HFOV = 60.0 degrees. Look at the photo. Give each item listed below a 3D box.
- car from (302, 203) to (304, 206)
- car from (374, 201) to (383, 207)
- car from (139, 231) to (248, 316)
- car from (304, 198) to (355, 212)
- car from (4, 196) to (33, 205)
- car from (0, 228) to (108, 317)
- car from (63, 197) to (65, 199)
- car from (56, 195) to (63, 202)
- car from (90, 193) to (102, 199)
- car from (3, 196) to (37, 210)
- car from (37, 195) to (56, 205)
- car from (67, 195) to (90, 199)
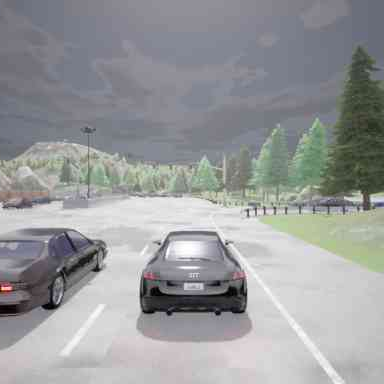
[{"bbox_3d":[15.707,1.454,41.018,4.181,1.385,1.994,0,0,7],"label":"car"},{"bbox_3d":[24.454,1.374,39.608,5.008,1.535,1.882,0,0,12],"label":"car"},{"bbox_3d":[0.026,1.563,7.606,1.994,1.385,4.181,0,0,0],"label":"car"},{"bbox_3d":[15.635,1.398,37.498,4.902,1.511,2.128,0,0,7],"label":"car"},{"bbox_3d":[-28.616,1.374,55.205,2.033,1.411,5.357,0,0,0],"label":"car"},{"bbox_3d":[-3.474,1.547,7.754,2.033,1.411,5.357,0,0,0],"label":"car"},{"bbox_3d":[-25.230,1.280,71.202,1.812,1.442,4.674,0,0,-1],"label":"car"},{"bbox_3d":[-28.722,1.354,70.474,1.895,1.301,4.718,0,0,-1],"label":"car"},{"bbox_3d":[-21.768,1.095,74.663,2.097,1.767,4.553,0,0,-1],"label":"car"},{"bbox_3d":[-21.483,1.417,41.243,1.812,1.442,4.674,0,0,-1],"label":"car"},{"bbox_3d":[-25.132,1.373,55.230,2.033,1.411,5.357,0,0,-1],"label":"car"},{"bbox_3d":[-21.667,1.339,63.044,2.033,1.411,5.357,0,0,0],"label":"car"}]
